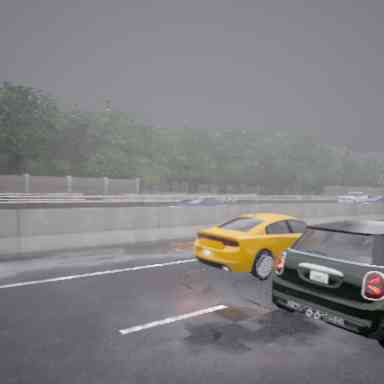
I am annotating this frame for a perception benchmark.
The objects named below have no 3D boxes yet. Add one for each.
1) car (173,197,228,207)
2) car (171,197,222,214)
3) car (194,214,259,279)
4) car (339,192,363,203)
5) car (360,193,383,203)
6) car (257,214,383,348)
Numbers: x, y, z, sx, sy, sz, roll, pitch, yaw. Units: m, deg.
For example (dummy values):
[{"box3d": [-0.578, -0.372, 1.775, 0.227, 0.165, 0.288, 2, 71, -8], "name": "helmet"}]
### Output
[{"box3d": [0.807, 1.159, 25.806, 4.674, 1.442, 1.812, 1, 1, -35], "name": "car"}, {"box3d": [0.399, 1.136, 29.797, 4.181, 1.385, 1.994, 1, 1, -35], "name": "car"}, {"box3d": [2.399, 1.371, 9.693, 5.008, 1.535, 1.882, 0, 1, -36], "name": "car"}, {"box3d": [25.274, 1.061, 51.933, 5.566, 2.045, 2.150, 1, 1, -35], "name": "car"}, {"box3d": [27.414, 1.392, 49.179, 5.008, 1.535, 1.882, 1, 1, -35], "name": "car"}, {"box3d": [3.654, 1.318, 6.282, 4.553, 1.767, 2.097, 0, 1, -36], "name": "car"}]
